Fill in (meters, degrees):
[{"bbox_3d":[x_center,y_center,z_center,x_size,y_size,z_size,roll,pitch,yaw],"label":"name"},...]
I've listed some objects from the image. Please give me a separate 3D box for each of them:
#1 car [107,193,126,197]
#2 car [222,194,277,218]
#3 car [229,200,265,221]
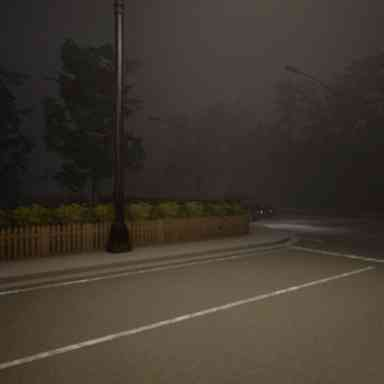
[{"bbox_3d":[-11.805,1.194,52.474,2.150,2.045,5.566,0,0,-36],"label":"car"},{"bbox_3d":[4.870,1.191,29.445,2.150,2.045,5.566,0,0,-36],"label":"car"},{"bbox_3d":[3.046,1.576,26.006,1.895,1.301,4.718,0,0,-36],"label":"car"}]
